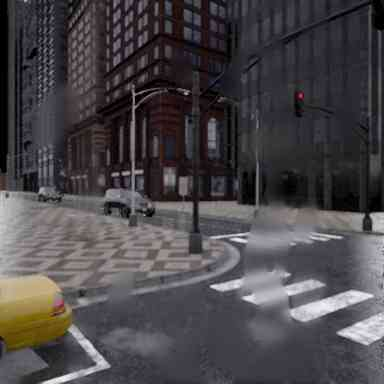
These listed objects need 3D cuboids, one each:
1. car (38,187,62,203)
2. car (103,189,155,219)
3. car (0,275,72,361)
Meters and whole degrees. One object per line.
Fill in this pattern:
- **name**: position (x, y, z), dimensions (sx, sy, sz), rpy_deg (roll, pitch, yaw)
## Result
- **car**: position (-19.460, 0.363, 45.512), dimensions (2.150, 2.045, 5.566), rpy_deg (0, 1, -35)
- **car**: position (-4.860, 0.804, 25.053), dimensions (2.150, 2.045, 5.566), rpy_deg (0, 1, -36)
- **car**: position (-3.982, 1.525, 3.813), dimensions (4.829, 1.417, 1.752), rpy_deg (0, 0, -35)
